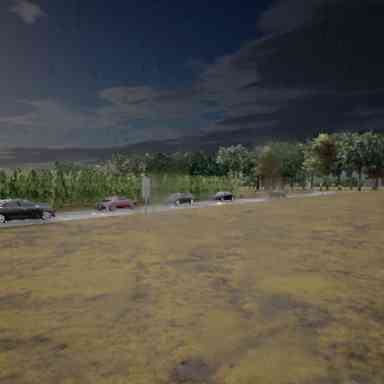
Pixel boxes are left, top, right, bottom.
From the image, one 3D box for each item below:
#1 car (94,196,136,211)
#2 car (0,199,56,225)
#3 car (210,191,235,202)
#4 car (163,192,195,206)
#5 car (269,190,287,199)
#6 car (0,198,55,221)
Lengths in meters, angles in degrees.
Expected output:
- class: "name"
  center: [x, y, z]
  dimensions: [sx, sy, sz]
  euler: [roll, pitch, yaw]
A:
- class: "car"
  center: [-7.420, 1.088, 32.457]
  dimensions: [1.994, 1.385, 4.181]
  euler: [0, 1, 34]
- class: "car"
  center: [-11.439, 1.238, 21.801]
  dimensions: [1.837, 1.490, 4.892]
  euler: [1, 2, 38]
- class: "car"
  center: [4.528, 0.619, 49.314]
  dimensions: [1.882, 1.535, 5.008]
  euler: [0, 1, 36]
- class: "car"
  center: [-1.545, 0.840, 40.761]
  dimensions: [1.837, 1.490, 4.892]
  euler: [0, 1, 35]
- class: "car"
  center: [15.512, 0.345, 59.857]
  dimensions: [1.882, 1.535, 5.008]
  euler: [0, 1, 35]
- class: "car"
  center: [-13.053, 1.257, 24.380]
  dimensions: [2.033, 1.411, 5.357]
  euler: [0, 1, 34]
